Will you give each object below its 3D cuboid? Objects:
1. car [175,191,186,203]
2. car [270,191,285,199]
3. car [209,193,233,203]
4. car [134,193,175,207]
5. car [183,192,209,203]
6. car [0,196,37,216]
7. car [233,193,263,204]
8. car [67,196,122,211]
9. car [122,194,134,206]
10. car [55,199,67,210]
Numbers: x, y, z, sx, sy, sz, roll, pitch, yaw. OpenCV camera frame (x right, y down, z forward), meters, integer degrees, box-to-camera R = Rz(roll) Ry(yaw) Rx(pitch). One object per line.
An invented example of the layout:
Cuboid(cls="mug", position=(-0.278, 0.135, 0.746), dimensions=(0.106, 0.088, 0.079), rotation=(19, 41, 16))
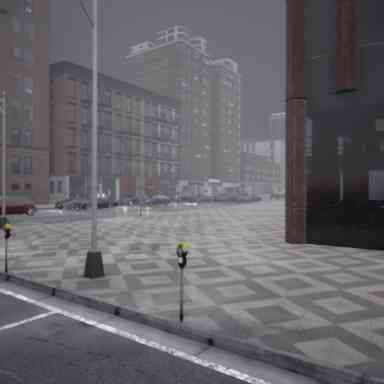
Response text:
Cuboid(cls="car", position=(-1.840, 0.715, 51.197), dimensions=(2.097, 1.767, 4.553), rotation=(0, 1, 36))
Cuboid(cls="car", position=(17.118, 0.600, 66.143), dimensions=(1.837, 1.490, 4.892), rotation=(0, 1, 36))
Cuboid(cls="car", position=(5.153, 0.911, 49.497), dimensions=(2.033, 1.411, 5.357), rotation=(0, 1, 36))
Cuboid(cls="car", position=(-4.664, 1.033, 41.742), dimensions=(1.812, 1.442, 4.674), rotation=(0, 1, 36))
Cuboid(cls="car", position=(1.159, 0.937, 49.786), dimensions=(1.994, 1.385, 4.181), rotation=(0, 1, 36))
Cuboid(cls="car", position=(-15.215, 1.112, 27.068), dimensions=(2.097, 1.767, 4.553), rotation=(0, 1, 36))
Cuboid(cls="car", position=(8.549, 0.912, 48.655), dimensions=(2.033, 1.411, 5.357), rotation=(0, 1, 36))
Cuboid(cls="car", position=(-9.970, 1.233, 34.366), dimensions=(1.895, 1.301, 4.718), rotation=(0, 1, 36))
Cuboid(cls="car", position=(-7.531, 0.999, 43.319), dimensions=(1.837, 1.490, 4.892), rotation=(0, 1, 36))
Cuboid(cls="car", position=(-12.693, 1.180, 36.177), dimensions=(1.994, 1.385, 4.181), rotation=(0, 1, 34))
